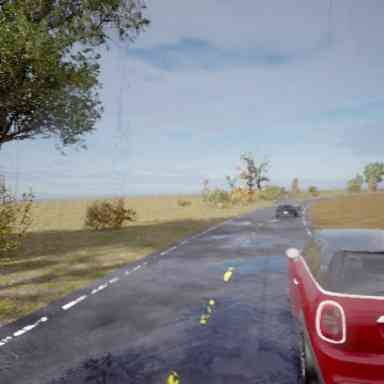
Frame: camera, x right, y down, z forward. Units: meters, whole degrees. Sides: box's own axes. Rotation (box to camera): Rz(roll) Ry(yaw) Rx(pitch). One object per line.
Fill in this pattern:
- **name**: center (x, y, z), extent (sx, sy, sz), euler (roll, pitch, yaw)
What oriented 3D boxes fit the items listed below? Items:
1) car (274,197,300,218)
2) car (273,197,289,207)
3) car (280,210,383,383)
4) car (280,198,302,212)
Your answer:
- **car**: center (8.852, 1.540, 30.986), extent (1.837, 1.490, 4.892), euler (-2, -1, 19)
- **car**: center (15.026, 1.580, 55.730), extent (1.837, 1.490, 4.892), euler (-2, -1, 23)
- **car**: center (2.595, 1.324, 5.113), extent (2.097, 1.767, 4.553), euler (-2, -1, 13)
- **car**: center (12.270, 1.571, 41.082), extent (2.033, 1.411, 5.357), euler (-2, -1, 22)
